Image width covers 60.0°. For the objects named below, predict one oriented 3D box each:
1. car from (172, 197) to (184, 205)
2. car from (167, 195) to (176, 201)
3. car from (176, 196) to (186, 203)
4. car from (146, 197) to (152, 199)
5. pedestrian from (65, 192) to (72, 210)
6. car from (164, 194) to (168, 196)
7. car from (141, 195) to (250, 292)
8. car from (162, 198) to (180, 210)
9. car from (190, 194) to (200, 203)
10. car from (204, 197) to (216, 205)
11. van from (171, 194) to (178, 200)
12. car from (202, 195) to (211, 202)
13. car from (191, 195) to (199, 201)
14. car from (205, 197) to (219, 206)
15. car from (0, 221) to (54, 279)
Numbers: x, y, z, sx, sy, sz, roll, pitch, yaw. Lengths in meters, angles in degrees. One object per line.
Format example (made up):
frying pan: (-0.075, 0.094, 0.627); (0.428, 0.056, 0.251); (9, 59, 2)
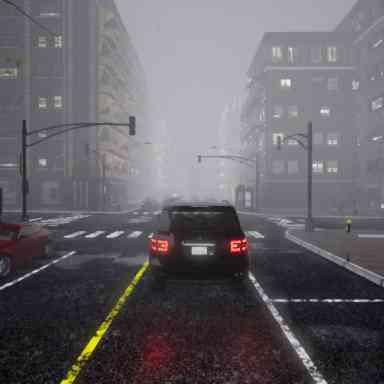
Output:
car: (-2.512, 1.563, 61.569); (1.994, 1.385, 4.181); (0, 0, 1)
car: (-4.961, 1.525, 81.698); (1.752, 1.417, 4.829); (0, 0, 1)
car: (-2.356, 1.522, 71.874); (1.812, 1.442, 4.674); (0, 0, 1)
car: (-5.319, 1.438, 42.399); (1.967, 1.590, 4.097); (0, 0, 1)
pedestrian: (-12.421, 0.902, 33.456); (0.375, 1.860, 0.375); (0, -1, 0)
car: (-5.063, 1.314, 70.591); (2.192, 1.841, 5.009); (0, 0, 1)
car: (0.165, 1.221, 9.075); (2.150, 2.045, 5.566); (0, 0, 1)
car: (-2.703, 1.562, 43.028); (1.994, 1.385, 4.181); (0, 0, 1)
car: (0.670, 1.354, 72.899); (2.097, 1.767, 4.553); (0, 0, 1)
car: (3.215, 1.543, 59.232); (1.887, 1.381, 4.507); (0, 0, 1)
van: (-4.856, 1.340, 93.145); (1.690, 1.788, 3.998); (0, 0, 1)
car: (3.369, 1.439, 76.148); (1.967, 1.590, 4.097); (0, 0, 1)
car: (0.744, 1.477, 82.676); (1.882, 1.535, 5.008); (0, 0, 1)
car: (3.164, 1.549, 53.594); (2.008, 1.369, 4.403); (0, 0, 1)
car: (-5.614, 1.581, 9.989); (1.802, 1.307, 4.206); (0, 0, 1)
